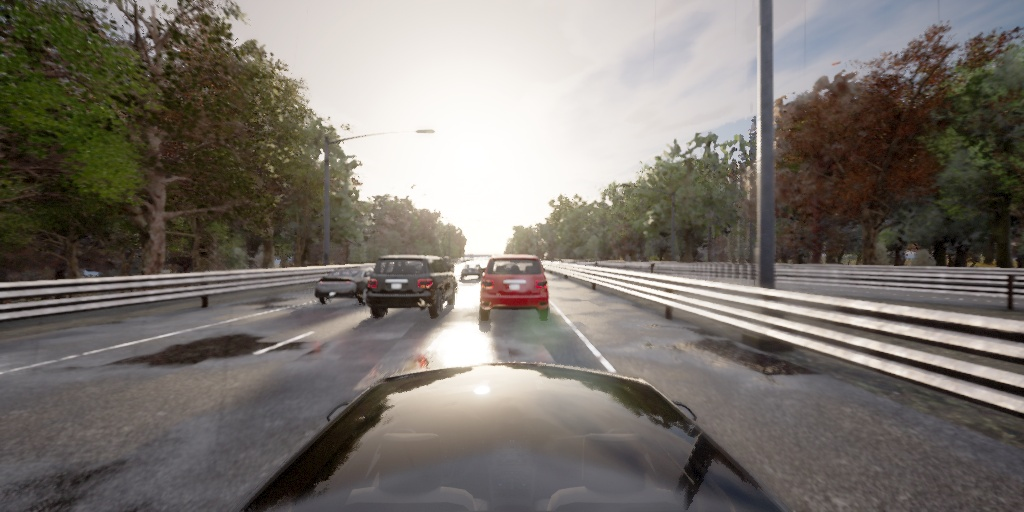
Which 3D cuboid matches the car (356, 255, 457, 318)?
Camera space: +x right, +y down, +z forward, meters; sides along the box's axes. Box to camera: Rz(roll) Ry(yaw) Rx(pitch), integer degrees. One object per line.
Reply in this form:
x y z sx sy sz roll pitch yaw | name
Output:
-3.442 0.990 13.308 2.150 2.045 5.566 0 0 0 | car

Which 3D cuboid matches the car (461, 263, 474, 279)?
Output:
-3.720 1.361 33.777 2.033 1.411 5.357 0 0 -1 | car

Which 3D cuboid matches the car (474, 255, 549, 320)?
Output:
0.061 0.988 12.922 2.150 2.045 5.566 0 0 0 | car

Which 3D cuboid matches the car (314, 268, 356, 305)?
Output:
-6.969 1.268 16.294 2.128 1.511 4.902 0 0 0 | car

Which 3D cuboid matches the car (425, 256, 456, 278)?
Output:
-7.294 1.046 37.154 2.150 2.045 5.566 0 0 -1 | car
